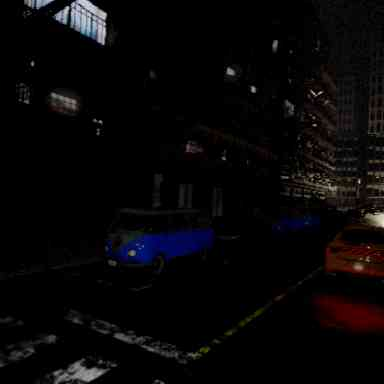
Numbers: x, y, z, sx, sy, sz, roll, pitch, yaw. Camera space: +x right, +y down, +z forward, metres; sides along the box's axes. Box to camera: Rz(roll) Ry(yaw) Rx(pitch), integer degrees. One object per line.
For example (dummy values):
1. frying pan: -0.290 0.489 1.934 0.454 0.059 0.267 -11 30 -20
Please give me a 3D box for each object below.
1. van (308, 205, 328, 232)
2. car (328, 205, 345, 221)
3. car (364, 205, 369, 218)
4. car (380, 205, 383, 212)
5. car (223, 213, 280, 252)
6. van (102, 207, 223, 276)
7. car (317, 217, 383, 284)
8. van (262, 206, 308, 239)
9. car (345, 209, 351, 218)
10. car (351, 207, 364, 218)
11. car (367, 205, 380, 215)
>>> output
1. van: 8.422 1.912 24.417 1.690 1.788 3.998 2 -1 33
2. car: 11.519 2.067 29.130 2.192 1.841 5.009 2 -1 33
3. car: 23.798 3.001 47.832 1.752 1.417 4.829 2 -1 33
4. car: 44.913 3.850 79.574 2.097 1.767 4.553 3 0 -27
5. car: 2.220 1.791 14.992 1.802 1.307 4.206 2 -1 33
6. van: -0.864 1.370 10.282 1.690 1.788 3.998 2 -1 33
7. car: 5.456 1.774 10.238 1.882 1.535 5.008 2 -1 33
8. van: 5.327 1.731 19.706 1.690 1.788 3.998 2 -1 33
9. car: 14.603 2.516 33.839 1.802 1.307 4.206 2 -1 33
10. car: 20.793 2.880 43.262 1.802 1.307 4.206 2 -1 33
11. car: 33.187 3.349 62.111 2.192 1.841 5.009 2 -1 33
